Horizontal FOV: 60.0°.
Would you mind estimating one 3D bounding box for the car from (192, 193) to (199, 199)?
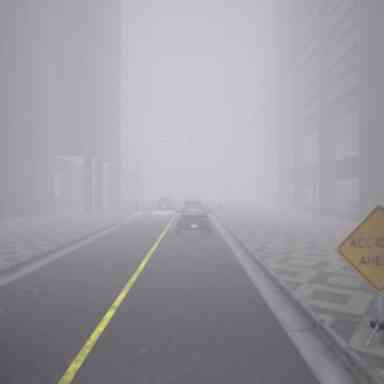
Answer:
[{"bbox_3d":[0.923,0.975,84.826,1.812,1.442,4.674,0,1,0],"label":"car"}]

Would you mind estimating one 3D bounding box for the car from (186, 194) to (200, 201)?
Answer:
[{"bbox_3d":[0.108,1.311,34.809,1.882,1.535,5.008,0,0,0],"label":"car"}]

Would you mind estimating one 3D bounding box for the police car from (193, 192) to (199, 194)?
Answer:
[{"bbox_3d":[0.920,0.960,74.934,1.930,1.638,5.238,0,0,0],"label":"police car"}]

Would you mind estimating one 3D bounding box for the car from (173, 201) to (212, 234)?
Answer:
[{"bbox_3d":[0.102,1.452,18.448,1.812,1.442,4.674,0,0,0],"label":"car"}]

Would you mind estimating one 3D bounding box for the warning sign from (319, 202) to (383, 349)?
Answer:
[{"bbox_3d":[2.709,1.100,4.833,1.300,1.860,1.060,-1,0,0],"label":"warning sign"}]

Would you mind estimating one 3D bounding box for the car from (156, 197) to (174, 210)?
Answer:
[{"bbox_3d":[-3.081,1.296,39.059,2.128,1.511,4.902,0,0,0],"label":"car"}]
